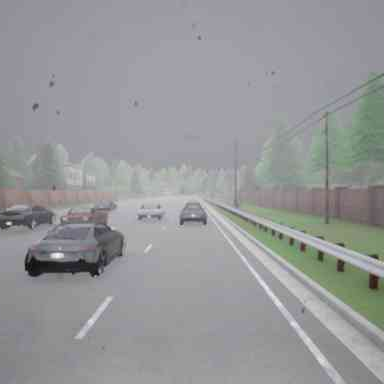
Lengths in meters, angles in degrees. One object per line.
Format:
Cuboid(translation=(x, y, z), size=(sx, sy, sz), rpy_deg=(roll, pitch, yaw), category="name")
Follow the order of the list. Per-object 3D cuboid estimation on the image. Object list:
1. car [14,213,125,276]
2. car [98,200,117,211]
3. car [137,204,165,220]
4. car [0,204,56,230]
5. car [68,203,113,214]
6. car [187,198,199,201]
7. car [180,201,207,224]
Cuboid(translation=(-3.401, 1.583, 10.417), size=(1.994, 1.385, 4.181), rpy_deg=(0, 0, 0), category="car")
Cuboid(translation=(-10.405, 1.636, 40.211), size=(1.994, 1.385, 4.181), rpy_deg=(0, 0, 0), category="car")
Cuboid(translation=(-3.404, 1.652, 28.573), size=(1.895, 1.301, 4.718), rpy_deg=(0, 0, 0), category="car")
Cuboid(translation=(-10.403, 1.544, 21.374), size=(1.837, 1.490, 4.892), rpy_deg=(0, 0, 0), category="car")
Cuboid(translation=(-6.904, 1.640, 21.932), size=(1.895, 1.301, 4.718), rpy_deg=(0, 0, 0), category="car")
Cuboid(translation=(0.094, 1.553, 42.283), size=(1.882, 1.535, 5.008), rpy_deg=(0, 0, 0), category="car")
Cuboid(translation=(0.096, 1.609, 25.160), size=(1.994, 1.385, 4.181), rpy_deg=(0, 0, 0), category="car")
